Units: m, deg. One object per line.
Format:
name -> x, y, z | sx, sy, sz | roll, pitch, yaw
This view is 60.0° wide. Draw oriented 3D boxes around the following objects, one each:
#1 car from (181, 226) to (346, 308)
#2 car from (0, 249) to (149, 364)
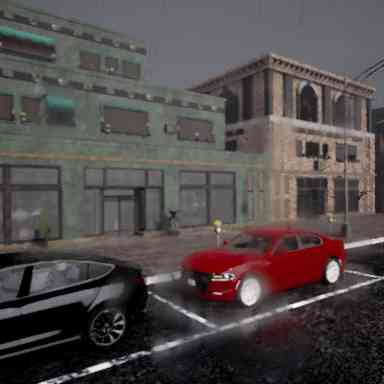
car -> 1.824, 1.535, 7.866 | 4.507, 1.381, 1.887 | 0, 0, -36
car -> -2.689, 1.565, 4.645 | 4.313, 1.339, 1.947 | 0, 0, -36
